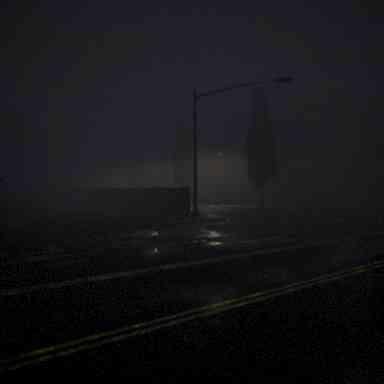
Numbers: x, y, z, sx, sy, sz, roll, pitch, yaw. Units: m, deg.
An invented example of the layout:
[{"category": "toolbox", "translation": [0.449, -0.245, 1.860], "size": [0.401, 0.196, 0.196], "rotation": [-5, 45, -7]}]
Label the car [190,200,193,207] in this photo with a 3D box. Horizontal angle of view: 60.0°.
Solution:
[{"category": "car", "translation": [-1.573, 1.384, 48.130], "size": [1.812, 1.442, 4.674], "rotation": [0, 0, -36]}]
